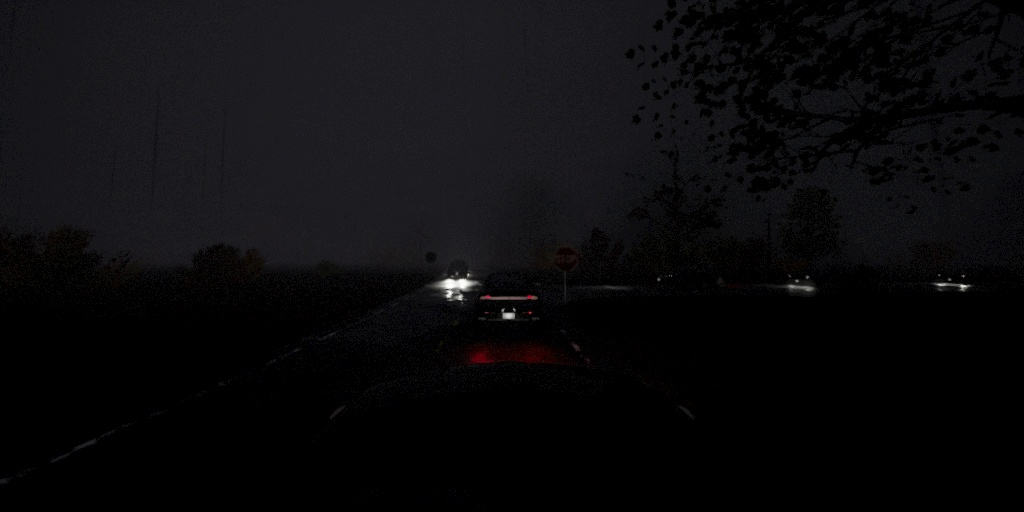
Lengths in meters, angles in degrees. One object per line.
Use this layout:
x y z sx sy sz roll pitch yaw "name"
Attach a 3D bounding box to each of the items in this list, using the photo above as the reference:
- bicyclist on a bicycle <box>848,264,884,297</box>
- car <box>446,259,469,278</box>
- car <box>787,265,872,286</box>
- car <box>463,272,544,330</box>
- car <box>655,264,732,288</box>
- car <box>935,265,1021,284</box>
18.283 1.250 18.563 0.582 1.620 1.656 0 0 -8 "bicyclist on a bicycle"
-5.154 1.285 34.028 2.128 1.511 4.902 0 0 -7 "car"
22.672 1.373 25.607 5.357 1.411 2.033 0 0 -8 "car"
-0.085 1.255 11.200 2.128 1.511 4.902 0 0 0 "car"
12.145 1.299 24.093 4.902 1.511 2.128 0 0 -8 "car"
35.706 1.394 27.468 5.357 1.411 2.033 0 0 -8 "car"
